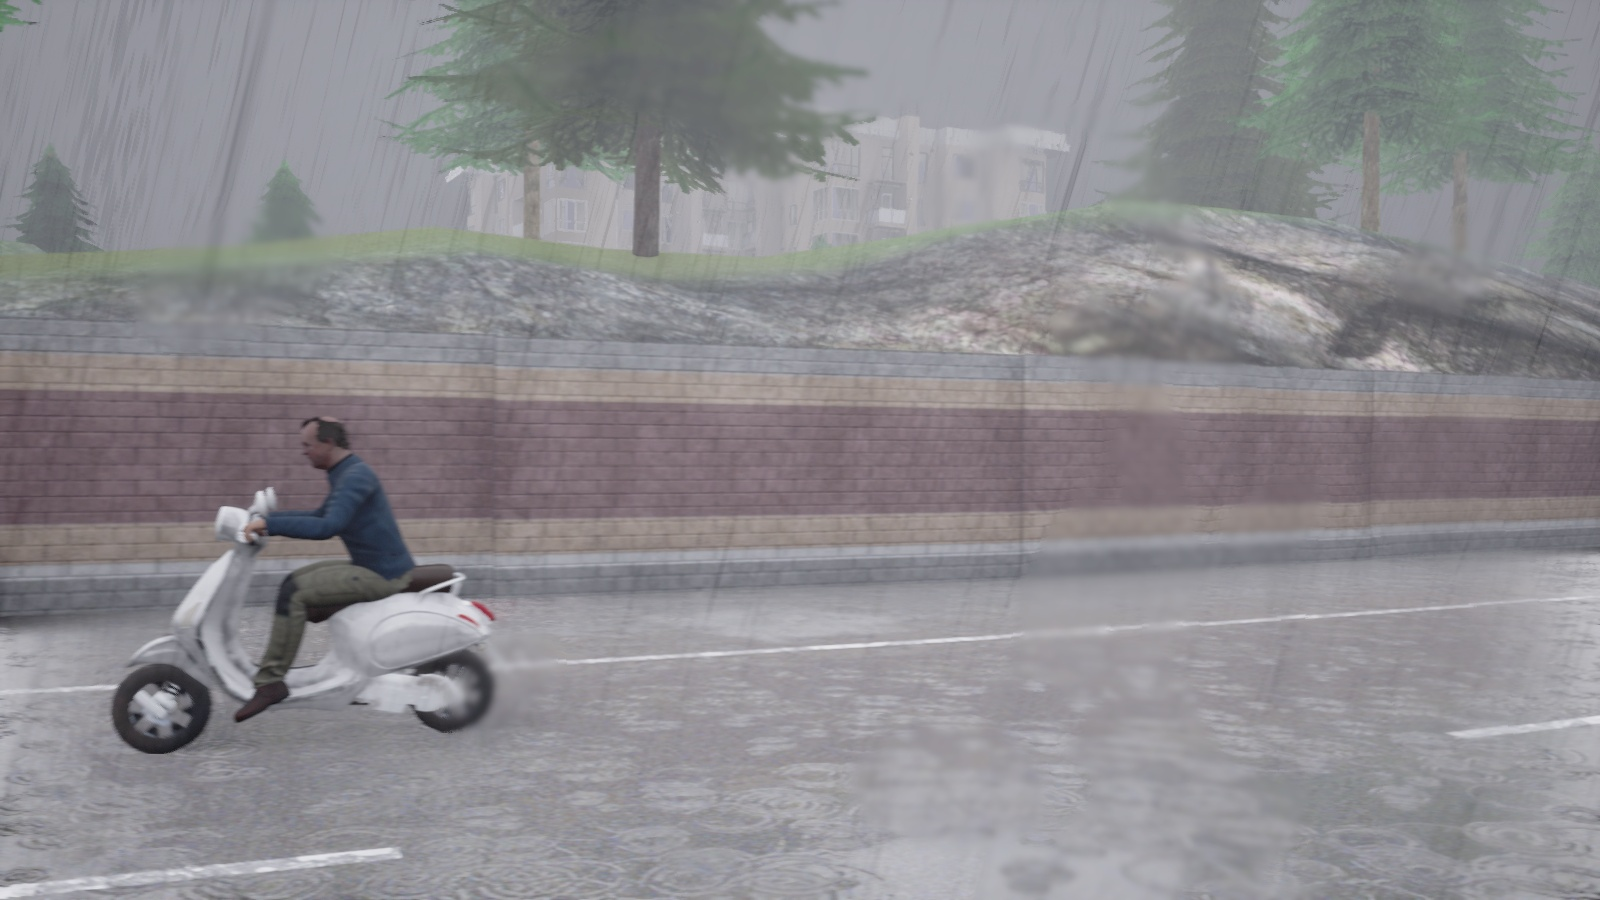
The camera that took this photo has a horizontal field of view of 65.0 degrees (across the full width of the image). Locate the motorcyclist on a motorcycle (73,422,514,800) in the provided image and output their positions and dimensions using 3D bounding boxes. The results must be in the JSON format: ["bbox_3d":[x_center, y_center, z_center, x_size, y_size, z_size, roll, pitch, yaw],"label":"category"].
[{"bbox_3d":[-2.380,0.681,6.073,1.817,1.590,0.866,-1,0,-20],"label":"motorcyclist on a motorcycle"}]

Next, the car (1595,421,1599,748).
[{"bbox_3d":[6.345,0.592,5.827,4.902,1.511,2.128,-1,1,-24],"label":"car"}]
